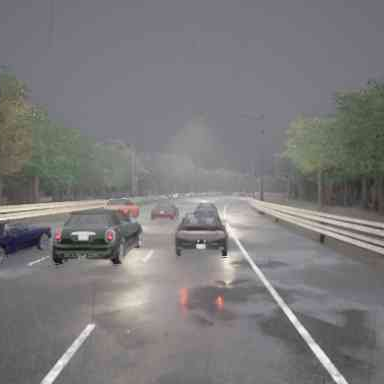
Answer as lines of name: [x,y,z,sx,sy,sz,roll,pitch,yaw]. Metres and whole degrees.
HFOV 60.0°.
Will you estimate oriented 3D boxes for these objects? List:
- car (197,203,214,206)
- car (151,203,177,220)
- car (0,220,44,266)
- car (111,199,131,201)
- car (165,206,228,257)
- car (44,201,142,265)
car: [1.236,1.621,28.598,1.994,1.385,4.181,0,0,4]
car: [-2.257,1.620,28.810,1.994,1.385,4.181,0,0,4]
car: [-6.686,1.626,11.464,1.895,1.301,4.718,0,0,2]
car: [-5.827,1.405,27.965,2.097,1.767,4.553,0,0,4]
car: [0.378,1.525,13.039,2.128,1.511,4.902,0,0,2]
car: [-3.157,1.381,12.004,2.097,1.767,4.553,0,0,2]
